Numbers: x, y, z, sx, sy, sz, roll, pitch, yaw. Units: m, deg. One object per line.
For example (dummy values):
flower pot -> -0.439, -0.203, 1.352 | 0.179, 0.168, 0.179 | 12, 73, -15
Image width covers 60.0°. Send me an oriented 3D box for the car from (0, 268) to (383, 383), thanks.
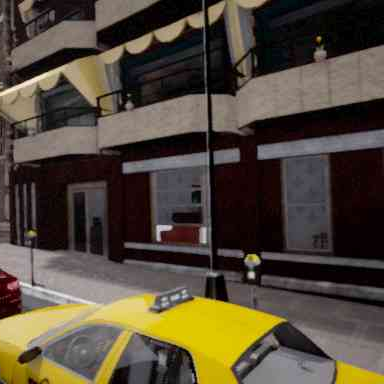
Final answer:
car -> -0.395, 1.547, 3.028 | 4.829, 1.417, 1.752 | -1, -2, 36
